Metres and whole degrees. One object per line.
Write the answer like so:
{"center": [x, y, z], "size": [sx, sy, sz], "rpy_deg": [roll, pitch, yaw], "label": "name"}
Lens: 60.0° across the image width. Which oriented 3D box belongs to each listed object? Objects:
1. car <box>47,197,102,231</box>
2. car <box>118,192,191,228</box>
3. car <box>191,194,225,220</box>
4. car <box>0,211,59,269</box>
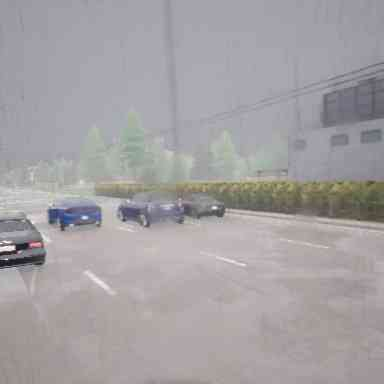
{"center": [-6.242, 0.993, 17.360], "size": [1.882, 1.535, 5.008], "rpy_deg": [-3, 2, -32], "label": "car"}
{"center": [-2.315, 0.763, 17.690], "size": [2.097, 1.767, 4.553], "rpy_deg": [-3, 2, -32], "label": "car"}
{"center": [0.170, 0.824, 20.317], "size": [1.994, 1.385, 4.181], "rpy_deg": [-3, 2, -32], "label": "car"}
{"center": [-5.630, 1.315, 9.867], "size": [2.033, 1.411, 5.357], "rpy_deg": [-3, 2, -32], "label": "car"}
